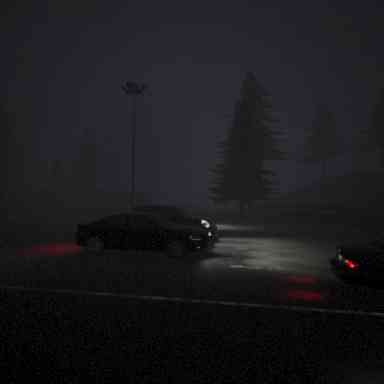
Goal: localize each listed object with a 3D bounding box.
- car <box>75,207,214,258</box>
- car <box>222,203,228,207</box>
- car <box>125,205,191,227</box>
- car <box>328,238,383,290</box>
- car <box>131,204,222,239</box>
[{"bbox_3d":[-1.894,1.509,12.605,5.008,1.535,1.882,0,0,11],"label":"car"},{"bbox_3d":[4.998,1.831,57.391,2.033,1.411,5.357,1,0,-4],"label":"car"},{"bbox_3d":[-2.332,1.637,23.397,4.181,1.385,1.994,0,0,11],"label":"car"},{"bbox_3d":[6.000,1.634,7.465,5.357,1.411,2.033,0,0,11],"label":"car"},{"bbox_3d":[-1.077,1.405,16.010,4.553,1.767,2.097,1,0,11],"label":"car"}]
